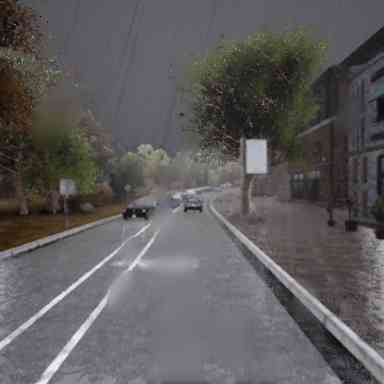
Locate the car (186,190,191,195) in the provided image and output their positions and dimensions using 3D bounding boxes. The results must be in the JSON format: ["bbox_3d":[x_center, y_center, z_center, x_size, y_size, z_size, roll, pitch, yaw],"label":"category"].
[{"bbox_3d":[-2.120,0.746,60.964,2.097,1.535,5.008,1,4,9],"label":"car"}]

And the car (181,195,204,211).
[{"bbox_3d":[0.162,1.321,36.533,1.994,1.385,4.181,0,0,1],"label":"car"}]

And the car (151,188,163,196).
[{"bbox_3d":[-7.468,-0.079,70.987,2.097,1.767,4.553,0,3,3],"label":"car"}]

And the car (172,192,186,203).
[{"bbox_3d":[-2.628,1.121,54.852,2.002,1.452,4.674,-2,3,4],"label":"car"}]

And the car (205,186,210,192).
[{"bbox_3d":[2.321,-0.434,82.953,2.231,1.521,4.892,0,3,16],"label":"car"}]

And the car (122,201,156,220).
[{"bbox_3d":[-4.087,1.429,26.205,1.895,1.301,4.718,0,0,3],"label":"car"}]

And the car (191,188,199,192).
[{"bbox_3d":[-0.392,0.256,71.345,2.002,1.452,4.674,-1,3,12],"label":"car"}]

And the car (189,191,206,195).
[{"bbox_3d":[1.023,1.114,54.953,2.033,1.411,5.357,0,3,5],"label":"car"}]

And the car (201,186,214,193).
[{"bbox_3d":[4.138,-0.777,89.005,2.097,1.535,5.008,0,3,18],"label":"car"}]

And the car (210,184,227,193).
[{"bbox_3d":[6.784,-0.575,85.487,2.033,1.411,5.357,0,3,18],"label":"car"}]

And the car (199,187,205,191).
[{"bbox_3d":[0.931,-0.112,77.425,2.097,1.535,5.008,0,3,14],"label":"car"}]
